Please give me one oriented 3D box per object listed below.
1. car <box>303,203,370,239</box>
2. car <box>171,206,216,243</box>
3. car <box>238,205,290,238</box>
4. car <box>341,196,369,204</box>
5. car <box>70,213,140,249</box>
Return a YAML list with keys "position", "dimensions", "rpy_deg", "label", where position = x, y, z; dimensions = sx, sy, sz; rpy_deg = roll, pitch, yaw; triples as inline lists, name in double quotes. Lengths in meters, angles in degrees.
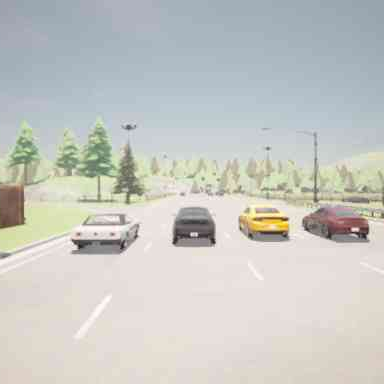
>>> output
- position: [7.092, 1.455, 16.737]
  dimensions: [1.812, 1.442, 4.674]
  rpy_deg: [0, 0, 0]
  label: "car"
- position: [0.090, 1.438, 15.755]
  dimensions: [1.837, 1.490, 4.892]
  rpy_deg: [0, 0, 0]
  label: "car"
- position: [3.592, 1.404, 17.318]
  dimensions: [1.882, 1.535, 5.008]
  rpy_deg: [0, 0, 0]
  label: "car"
- position: [27.003, 1.332, 55.127]
  dimensions: [4.181, 1.385, 1.994]
  rpy_deg: [0, 0, 30]
  label: "car"
- position: [-3.437, 1.540, 14.138]
  dimensions: [1.895, 1.301, 4.718]
  rpy_deg: [0, 0, 0]
  label: "car"
